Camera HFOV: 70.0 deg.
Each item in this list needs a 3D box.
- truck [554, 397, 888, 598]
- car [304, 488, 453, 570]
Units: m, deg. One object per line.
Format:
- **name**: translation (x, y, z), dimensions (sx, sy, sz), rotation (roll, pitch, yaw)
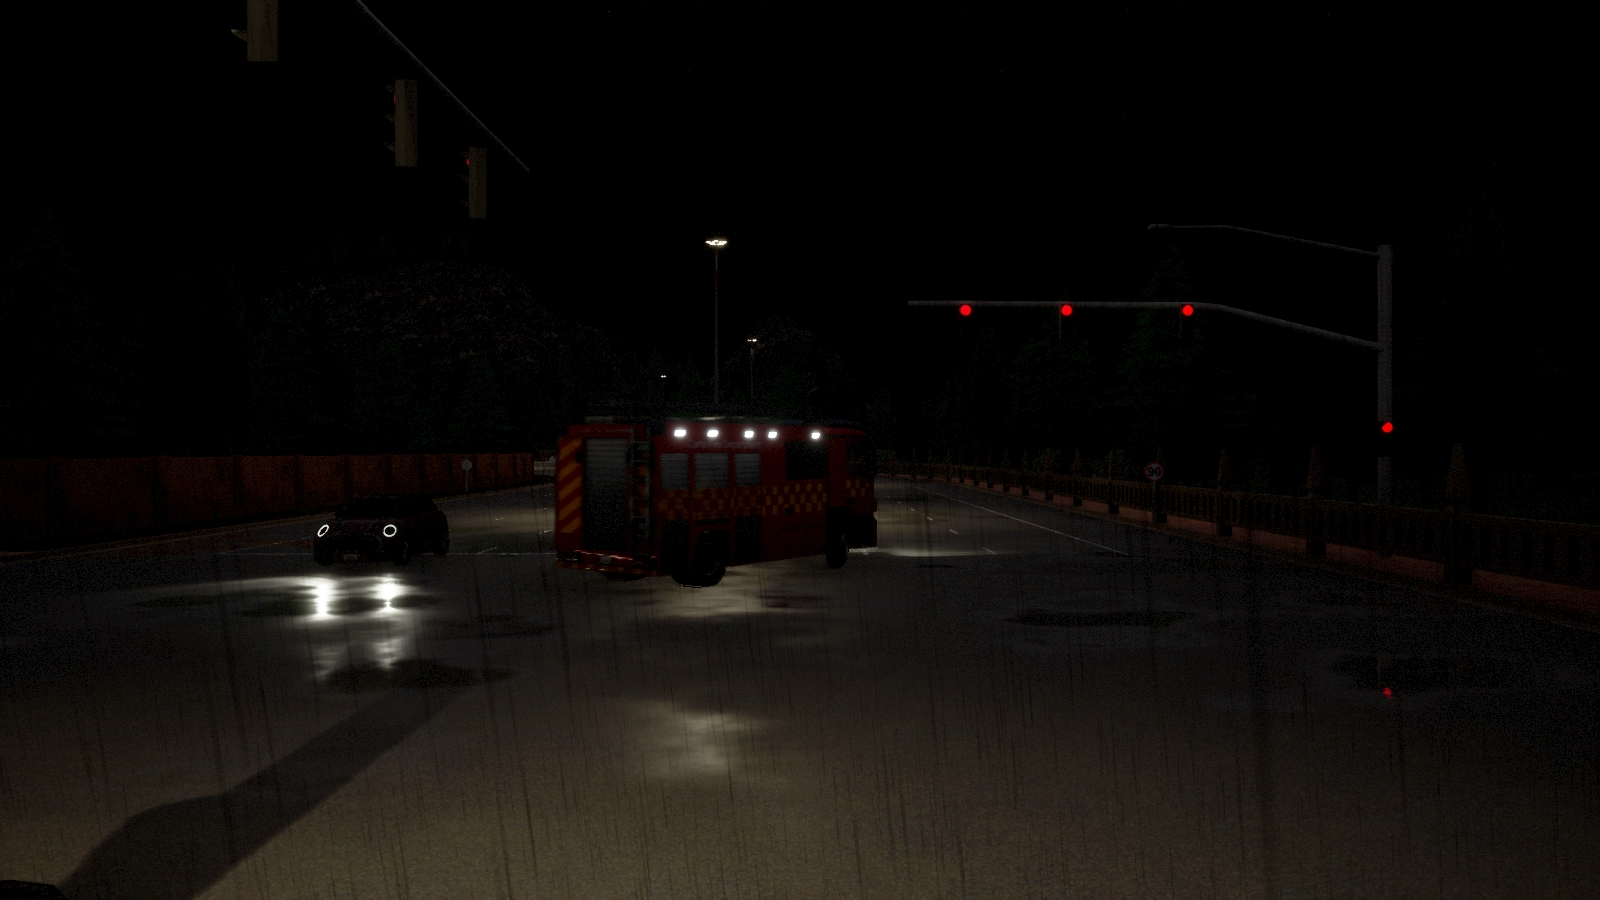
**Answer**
- **truck**: translation (-1.408, 0.890, 25.961), dimensions (2.891, 3.827, 8.468), rotation (0, 0, 35)
- **car**: translation (-10.504, 1.906, 28.861), dimensions (2.097, 1.767, 4.553), rotation (0, 0, 0)
